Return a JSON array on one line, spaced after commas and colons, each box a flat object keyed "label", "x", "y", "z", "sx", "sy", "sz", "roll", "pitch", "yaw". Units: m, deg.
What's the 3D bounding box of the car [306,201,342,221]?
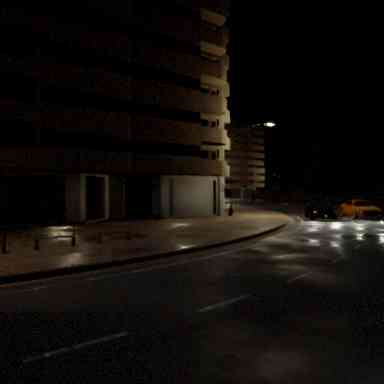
[{"label": "car", "x": 10.089, "y": 1.434, "z": 26.151, "sx": 1.812, "sy": 1.442, "sz": 4.674, "roll": 0, "pitch": 0, "yaw": 12}]

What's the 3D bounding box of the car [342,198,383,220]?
[{"label": "car", "x": 13.854, "y": 1.369, "z": 27.432, "sx": 1.882, "sy": 1.535, "sz": 5.008, "roll": 0, "pitch": 0, "yaw": 8}]
